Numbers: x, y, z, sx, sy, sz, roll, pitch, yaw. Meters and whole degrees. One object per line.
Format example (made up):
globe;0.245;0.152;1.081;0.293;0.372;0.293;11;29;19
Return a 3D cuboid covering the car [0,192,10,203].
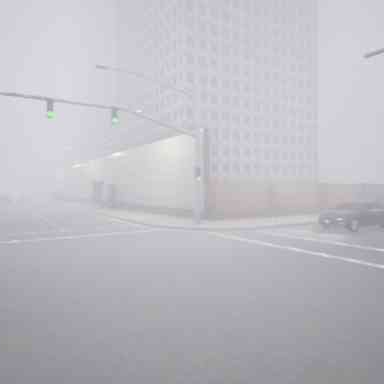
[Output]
car;-31.852;0.891;55.940;2.097;1.767;4.553;-1;1;-31

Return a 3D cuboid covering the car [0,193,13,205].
car;-26.607;1.095;47.226;2.128;1.511;4.902;-1;1;-31

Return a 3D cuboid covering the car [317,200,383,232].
car;8.988;1.253;18.289;4.892;1.490;1.837;-1;1;-31

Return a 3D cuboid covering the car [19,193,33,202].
car;-28.789;0.990;57.639;2.128;1.511;4.902;-1;1;-31
